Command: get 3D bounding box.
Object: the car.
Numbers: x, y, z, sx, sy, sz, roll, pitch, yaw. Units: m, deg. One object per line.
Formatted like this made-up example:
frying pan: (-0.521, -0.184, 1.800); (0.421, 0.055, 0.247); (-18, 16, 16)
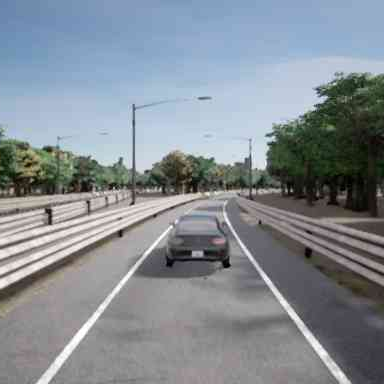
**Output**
car: (0.205, 1.418, 10.912); (1.812, 1.442, 4.674); (0, 1, 1)
